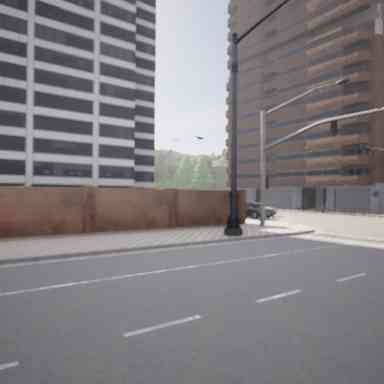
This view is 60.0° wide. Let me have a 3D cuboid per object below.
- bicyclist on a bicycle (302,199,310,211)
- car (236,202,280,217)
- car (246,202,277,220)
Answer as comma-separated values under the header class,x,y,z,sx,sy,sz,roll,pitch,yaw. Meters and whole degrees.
class,x,y,z,sx,sy,sz,roll,pitch,yaw
bicyclist on a bicycle,15.389,1.757,44.959,1.656,1.620,0.582,0,0,-36
car,7.052,1.840,36.067,1.812,1.442,4.674,1,0,-36
car,5.594,1.778,32.074,1.837,1.490,4.892,1,0,-36
